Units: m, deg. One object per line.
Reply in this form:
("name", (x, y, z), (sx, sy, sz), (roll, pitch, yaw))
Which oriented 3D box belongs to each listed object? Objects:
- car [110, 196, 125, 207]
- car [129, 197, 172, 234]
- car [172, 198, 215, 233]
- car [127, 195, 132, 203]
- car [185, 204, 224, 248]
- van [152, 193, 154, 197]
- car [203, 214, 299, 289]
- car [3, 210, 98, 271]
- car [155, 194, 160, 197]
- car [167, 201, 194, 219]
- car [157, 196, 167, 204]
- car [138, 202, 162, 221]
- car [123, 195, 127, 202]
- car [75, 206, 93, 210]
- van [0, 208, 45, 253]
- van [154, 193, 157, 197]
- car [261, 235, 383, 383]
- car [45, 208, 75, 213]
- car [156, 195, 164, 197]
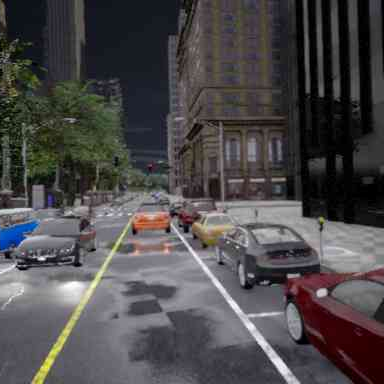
("car", (-13.839, 1.920, 60.835), (2.008, 1.369, 4.403), (-2, 0, -8))
("car", (-2.454, 1.411, 19.895), (2.097, 1.767, 4.553), (-2, 0, -7))
("car", (0.292, 1.281, 19.625), (2.192, 1.841, 5.009), (-2, 0, -8))
("car", (-16.734, 1.859, 82.322), (1.967, 1.590, 4.097), (-2, 0, -8))
("car", (1.001, 1.474, 14.417), (1.752, 1.417, 4.829), (-2, 0, -8))
("van", (-9.736, 1.497, 94.183), (1.690, 1.788, 3.998), (-2, 0, -8))
("car", (1.747, 1.481, 8.872), (2.008, 1.369, 4.403), (-2, 0, -8))
("car", (-4.548, 1.642, 11.764), (1.837, 1.490, 4.892), (-2, 0, -8))
("car", (-5.392, 1.651, 61.952), (1.947, 1.339, 4.313), (-2, 0, -8))
("car", (-1.145, 1.564, 30.379), (1.947, 1.339, 4.313), (-2, 0, -8))
("car", (-6.138, 1.625, 67.492), (1.752, 1.417, 4.829), (-2, 0, -8))
("car", (-3.766, 1.688, 29.627), (1.895, 1.301, 4.718), (-2, 0, -7))
("car", (-14.566, 1.823, 66.206), (1.967, 1.590, 4.097), (-2, 0, -8))
("car", (-9.591, 1.864, 29.260), (1.802, 1.307, 4.206), (-2, 0, -8))
("van", (-7.430, 1.573, 13.126), (1.690, 1.788, 3.998), (-2, 0, -8))
("van", (-6.845, 1.453, 72.695), (1.690, 1.788, 3.998), (-2, 0, -8))
("car", (2.469, 1.458, 3.495), (1.887, 1.381, 4.507), (-2, 0, -8))
("car", (-8.150, 1.690, 18.504), (1.967, 1.590, 4.097), (-2, 0, -8))
("car", (-4.669, 1.637, 56.580), (1.947, 1.339, 4.313), (-2, 0, -8))
